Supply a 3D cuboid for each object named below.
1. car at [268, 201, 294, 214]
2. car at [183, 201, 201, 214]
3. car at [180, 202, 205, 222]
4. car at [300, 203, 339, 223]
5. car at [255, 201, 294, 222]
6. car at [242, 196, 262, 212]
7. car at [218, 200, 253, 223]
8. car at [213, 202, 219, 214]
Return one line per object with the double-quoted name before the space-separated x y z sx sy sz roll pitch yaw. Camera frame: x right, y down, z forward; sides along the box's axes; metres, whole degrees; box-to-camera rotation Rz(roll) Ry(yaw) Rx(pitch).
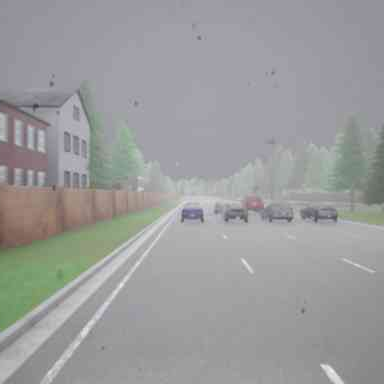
"car" 10.517 1.850 39.739 1.994 1.385 4.181 0 0 1
"car" 0.029 1.855 40.590 1.994 1.385 4.181 0 0 1
"car" 0.044 1.681 28.266 1.882 1.535 5.008 0 -1 0
"car" 10.543 1.693 27.905 2.128 1.511 4.902 0 0 0
"car" 7.046 1.750 28.138 2.033 1.411 5.357 0 0 0
"car" 7.001 1.508 39.604 2.150 2.045 5.566 0 0 1
"car" 3.543 1.706 27.919 1.837 1.490 4.892 0 0 0
"car" 3.504 1.827 39.015 2.033 1.411 5.357 0 0 0
